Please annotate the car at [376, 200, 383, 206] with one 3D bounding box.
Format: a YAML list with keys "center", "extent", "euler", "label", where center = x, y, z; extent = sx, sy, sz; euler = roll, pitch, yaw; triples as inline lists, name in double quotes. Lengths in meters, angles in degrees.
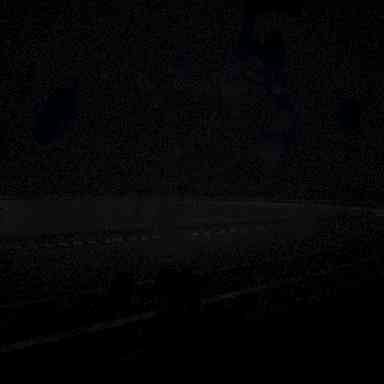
- center: [46.679, 2.797, 81.642]
  extent: [1.812, 1.442, 4.674]
  euler: [0, -1, 1]
  label: "car"

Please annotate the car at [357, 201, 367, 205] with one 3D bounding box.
- center: [43.162, 2.883, 83.643]
  extent: [1.895, 1.301, 4.718]
  euler: [0, -1, -2]
  label: "car"
